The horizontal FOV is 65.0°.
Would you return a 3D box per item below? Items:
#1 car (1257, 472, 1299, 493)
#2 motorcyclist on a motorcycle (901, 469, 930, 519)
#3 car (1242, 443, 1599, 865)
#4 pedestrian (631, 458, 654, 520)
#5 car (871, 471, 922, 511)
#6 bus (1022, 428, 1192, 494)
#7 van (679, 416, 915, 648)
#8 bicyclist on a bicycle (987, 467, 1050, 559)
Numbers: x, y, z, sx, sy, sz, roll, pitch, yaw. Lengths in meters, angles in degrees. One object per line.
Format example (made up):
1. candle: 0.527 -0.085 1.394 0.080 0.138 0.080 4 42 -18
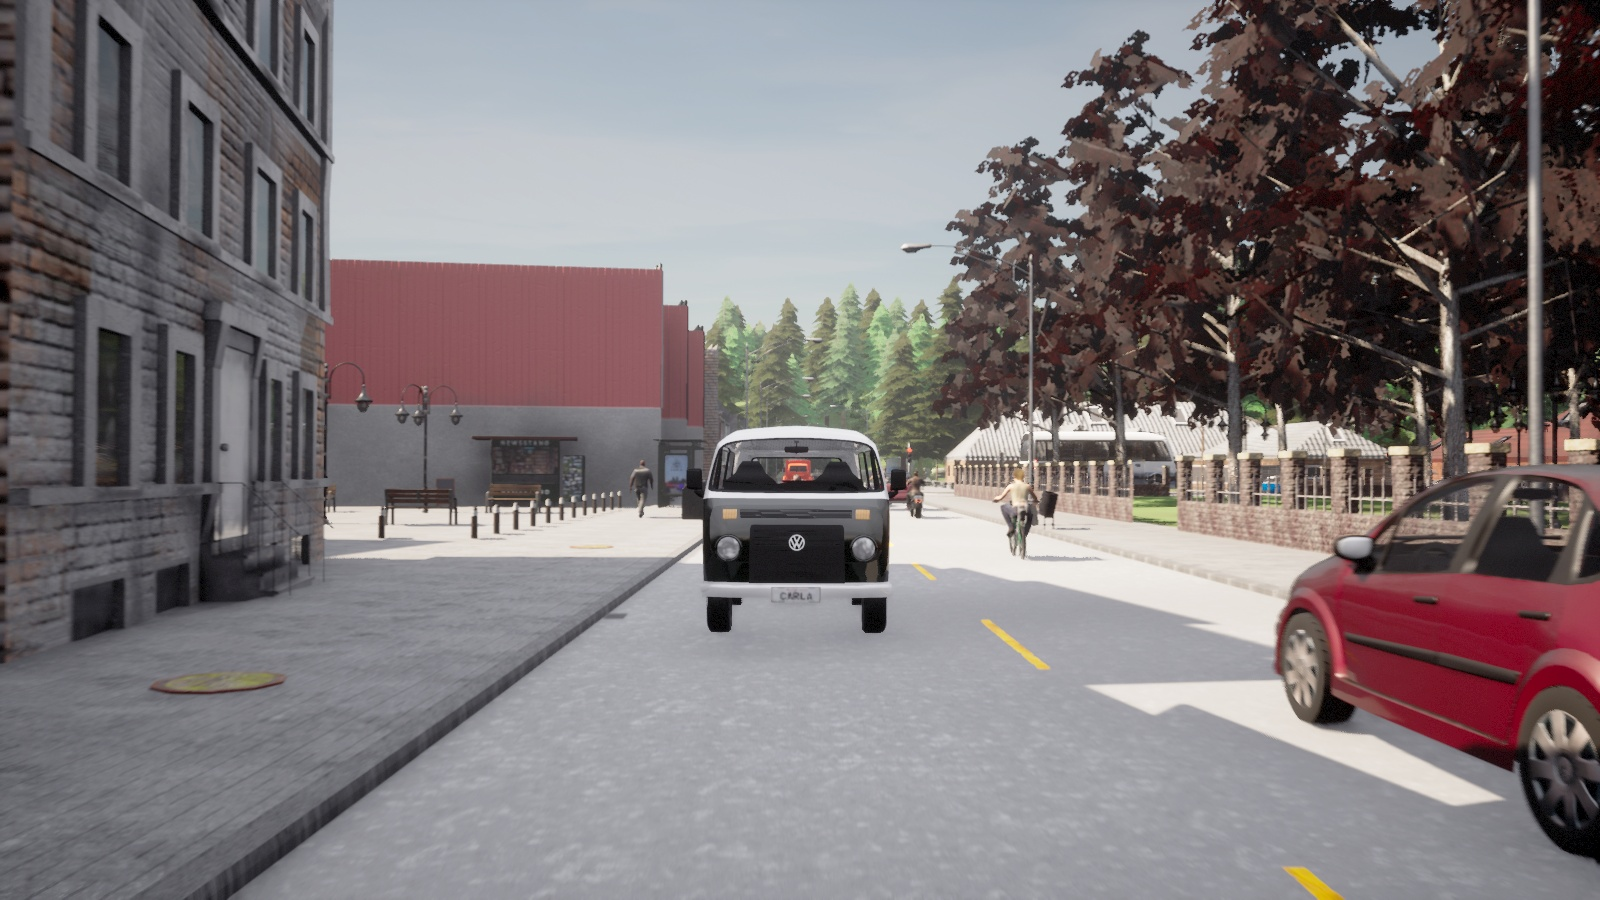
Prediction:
1. car: 31.837 2.143 83.655 2.207 1.376 1.481 -1 -1 -1
2. motorcyclist on a motorcycle: 3.920 1.464 42.698 0.766 1.649 2.350 0 -1 0
3. car: 3.983 0.809 6.668 1.851 1.617 3.988 0 -1 0
4. pedestrian: -4.853 1.192 38.718 0.563 1.883 0.849 0 -1 2
5. car: 3.911 1.637 51.328 1.789 1.549 3.705 0 -1 0
6. bus: 20.312 0.757 83.624 10.273 4.253 3.944 0 -1 -2
7. van: -0.034 0.761 13.330 2.069 2.038 4.480 0 -1 0
8. bicyclist on a bicycle: 3.945 1.117 22.785 0.866 1.612 1.509 0 -1 0
